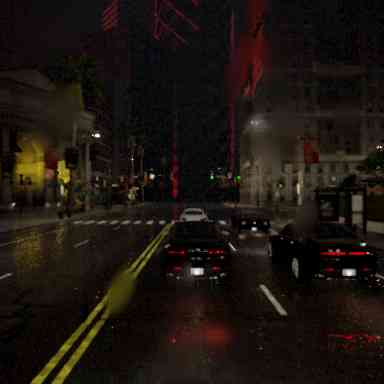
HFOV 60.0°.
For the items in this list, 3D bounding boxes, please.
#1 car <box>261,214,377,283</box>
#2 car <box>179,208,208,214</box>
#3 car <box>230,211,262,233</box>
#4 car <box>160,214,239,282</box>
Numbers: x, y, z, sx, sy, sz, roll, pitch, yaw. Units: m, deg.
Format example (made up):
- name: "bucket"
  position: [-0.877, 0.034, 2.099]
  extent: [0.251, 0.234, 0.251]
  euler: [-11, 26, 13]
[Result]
- name: "car"
  position: [3.611, 1.629, 10.070]
  extent: [1.837, 1.490, 4.892]
  euler: [0, -1, 0]
- name: "car"
  position: [0.101, 1.793, 21.947]
  extent: [1.812, 1.442, 4.674]
  euler: [0, -1, 0]
- name: "car"
  position: [3.611, 1.864, 21.475]
  extent: [1.895, 1.301, 4.718]
  euler: [0, -1, 0]
- name: "car"
  position: [0.111, 1.630, 10.164]
  extent: [1.837, 1.490, 4.892]
  euler: [0, -1, 0]
